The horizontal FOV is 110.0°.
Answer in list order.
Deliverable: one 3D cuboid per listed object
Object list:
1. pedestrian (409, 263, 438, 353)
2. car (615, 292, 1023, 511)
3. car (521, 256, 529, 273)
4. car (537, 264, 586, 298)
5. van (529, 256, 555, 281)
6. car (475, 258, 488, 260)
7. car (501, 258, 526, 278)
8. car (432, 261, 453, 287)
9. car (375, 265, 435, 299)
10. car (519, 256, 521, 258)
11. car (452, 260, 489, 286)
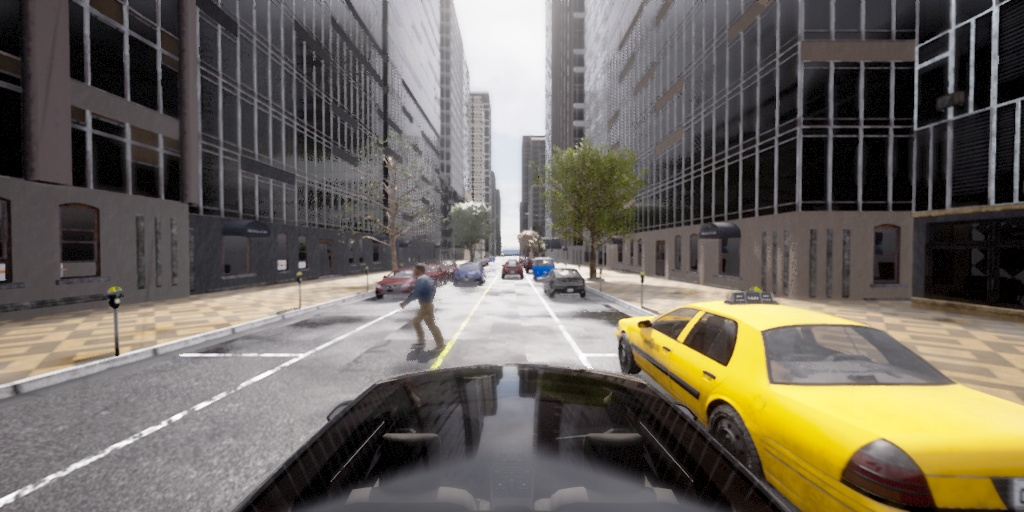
[{"bbox_3d":[-1.826,1.027,7.397,0.375,1.860,0.375,-1,1,0],"label":"pedestrian"},{"bbox_3d":[2.749,1.198,4.421,1.801,1.575,5.366,0,0,0],"label":"car"},{"bbox_3d":[2.529,0.958,40.441,2.192,1.841,5.009,0,0,0],"label":"car"},{"bbox_3d":[2.551,1.254,17.847,2.007,1.370,4.403,0,0,0],"label":"car"},{"bbox_3d":[2.540,1.014,29.144,1.690,1.789,3.998,0,0,0],"label":"van"},{"bbox_3d":[-5.367,1.150,57.348,2.007,1.370,4.403,0,0,0],"label":"car"},{"bbox_3d":[0.056,1.189,32.677,1.812,1.442,4.674,0,0,0],"label":"car"},{"bbox_3d":[-5.338,1.234,23.458,1.888,1.381,4.507,0,0,0],"label":"car"},{"bbox_3d":[-5.330,1.286,17.809,1.802,1.307,4.207,0,0,0],"label":"car"},{"bbox_3d":[0.044,1.104,46.964,1.882,1.535,5.008,0,0,0],"label":"car"},{"bbox_3d":[-2.859,1.210,24.863,1.812,1.442,4.674,0,0,0],"label":"car"}]
